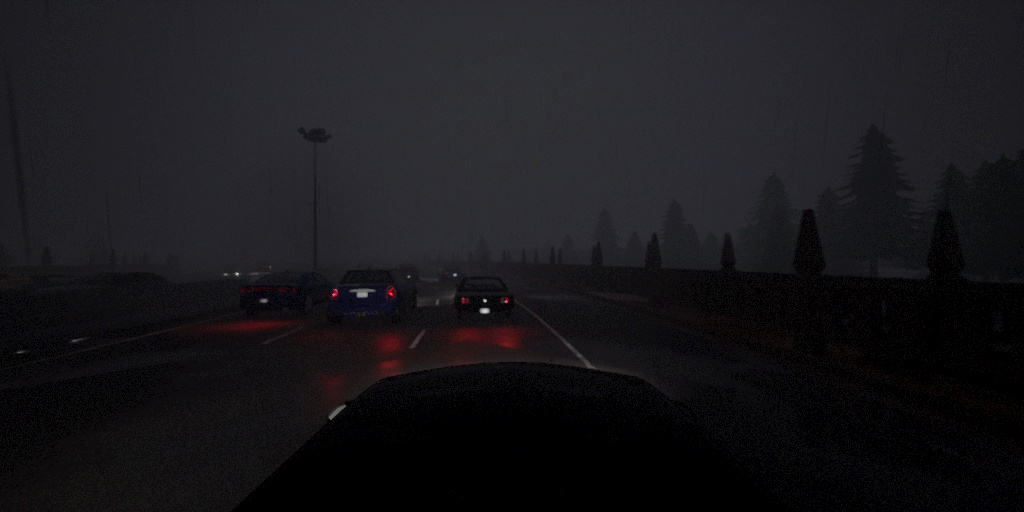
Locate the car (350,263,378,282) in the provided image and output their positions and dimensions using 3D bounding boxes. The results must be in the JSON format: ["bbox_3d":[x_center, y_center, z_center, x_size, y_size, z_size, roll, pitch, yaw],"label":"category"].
[{"bbox_3d":[-13.373,1.436,32.675,2.128,1.511,4.902,0,0,-20],"label":"car"}]

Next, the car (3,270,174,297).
[{"bbox_3d":[-15.641,1.338,13.973,1.837,1.490,4.892,0,0,-11],"label":"car"}]

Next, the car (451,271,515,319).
[{"bbox_3d":[-1.133,1.405,13.210,1.895,1.301,4.718,0,0,-8],"label":"car"}]

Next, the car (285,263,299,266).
[{"bbox_3d":[-31.609,1.670,51.728,1.812,1.442,4.674,0,0,-35],"label":"car"}]

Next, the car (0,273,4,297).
[{"bbox_3d":[-19.270,1.446,14.520,1.895,1.301,4.718,0,0,-11],"label":"car"}]

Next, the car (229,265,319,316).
[{"bbox_3d":[-8.361,1.297,13.958,1.882,1.535,5.008,0,0,-9],"label":"car"}]

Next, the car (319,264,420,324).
[{"bbox_3d":[-4.613,1.158,12.507,2.097,1.767,4.553,0,0,-7],"label":"car"}]

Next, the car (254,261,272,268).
[{"bbox_3d":[-36.619,1.536,52.657,2.097,1.767,4.553,0,0,-37],"label":"car"}]

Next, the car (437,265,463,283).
[{"bbox_3d":[-5.076,1.465,30.006,1.994,1.385,4.181,0,0,-17],"label":"car"}]
